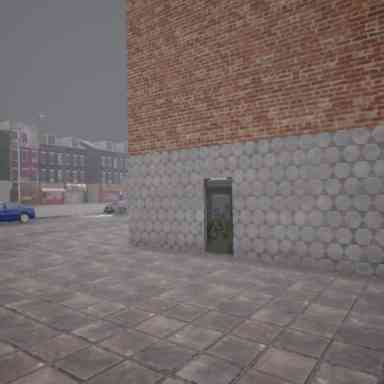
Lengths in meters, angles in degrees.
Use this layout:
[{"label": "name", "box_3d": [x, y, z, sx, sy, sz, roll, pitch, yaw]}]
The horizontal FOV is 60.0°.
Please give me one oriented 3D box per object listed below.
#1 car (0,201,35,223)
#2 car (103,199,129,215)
[{"label": "car", "box_3d": [-13.220, 1.430, 22.441, 1.882, 1.535, 5.008, -2, 0, 35]}, {"label": "car", "box_3d": [-6.446, 1.390, 32.038, 1.994, 1.385, 4.181, -2, 0, 35]}]
